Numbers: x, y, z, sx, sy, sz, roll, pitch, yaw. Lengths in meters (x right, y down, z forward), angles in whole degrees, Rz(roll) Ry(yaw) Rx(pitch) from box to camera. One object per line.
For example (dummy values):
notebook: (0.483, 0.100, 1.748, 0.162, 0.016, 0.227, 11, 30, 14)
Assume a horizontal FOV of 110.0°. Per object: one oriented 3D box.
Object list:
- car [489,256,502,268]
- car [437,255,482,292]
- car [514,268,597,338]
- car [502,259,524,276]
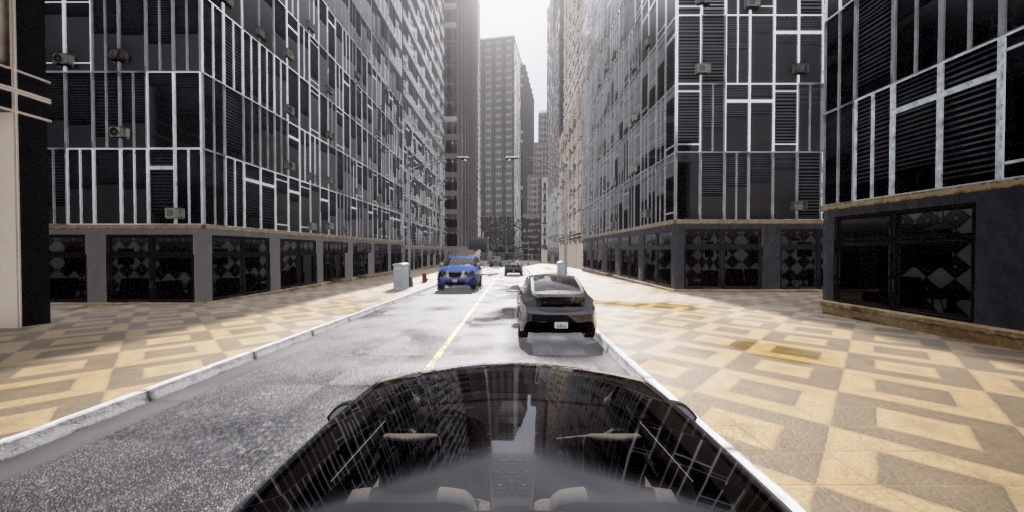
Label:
car: (-2.832, 1.003, 62.954, 2.150, 2.045, 5.566, 0, 0, 0)
car: (-3.045, 0.972, 21.889, 2.150, 2.045, 5.566, 0, 0, 0)
car: (1.073, 1.255, 10.183, 1.837, 1.490, 4.892, 0, 0, 0)
car: (0.172, 1.263, 37.860, 1.837, 1.490, 4.892, 0, 0, 0)
